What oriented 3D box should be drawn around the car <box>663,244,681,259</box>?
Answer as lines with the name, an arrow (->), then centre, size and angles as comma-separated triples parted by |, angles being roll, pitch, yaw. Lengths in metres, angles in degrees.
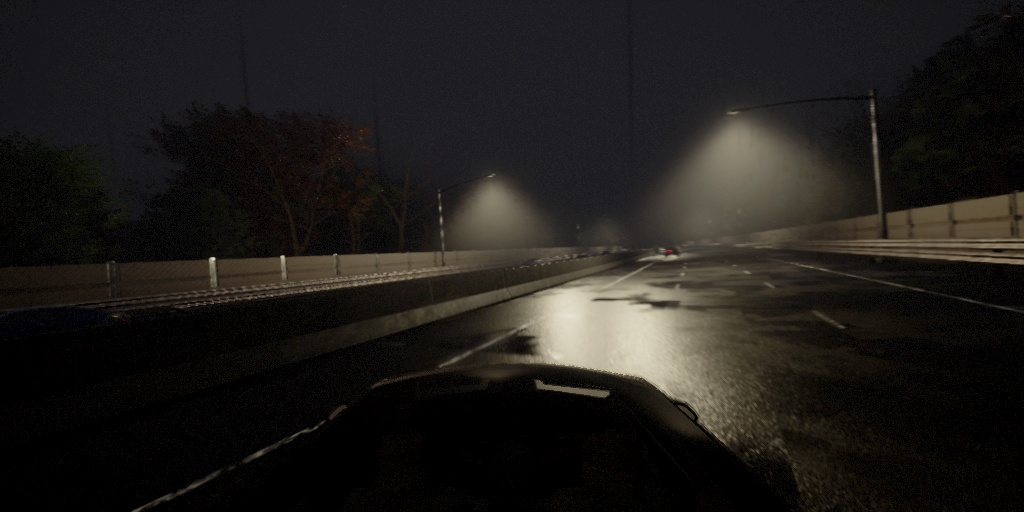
car -> 22.330, -0.554, 50.051 | 1.837, 1.490, 4.892 | -4, 0, 26

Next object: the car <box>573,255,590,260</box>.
car -> 9.288, 0.607, 47.346 | 1.837, 1.490, 4.892 | -4, 0, 27

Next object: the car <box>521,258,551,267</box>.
car -> 3.256, 1.148, 43.067 | 1.895, 1.301, 4.718 | -4, 0, 27

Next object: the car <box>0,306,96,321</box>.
car -> -16.498, 2.512, 12.099 | 1.812, 1.442, 4.674 | -4, 0, 28

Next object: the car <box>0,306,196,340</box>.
car -> -10.038, 2.104, 9.367 | 1.895, 1.301, 4.718 | -4, 0, 28

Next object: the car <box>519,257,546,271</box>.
car -> 2.919, 1.082, 50.207 | 1.837, 1.490, 4.892 | -4, 0, 27
